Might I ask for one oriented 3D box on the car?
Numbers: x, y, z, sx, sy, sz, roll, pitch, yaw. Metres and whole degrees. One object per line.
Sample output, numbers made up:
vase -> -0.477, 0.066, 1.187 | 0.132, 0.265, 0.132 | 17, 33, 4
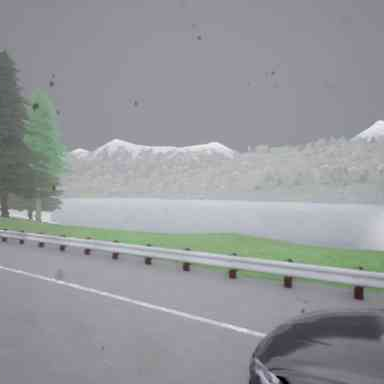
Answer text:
car -> 2.718, 1.488, 2.054 | 4.902, 1.511, 2.128 | 0, 0, 36
